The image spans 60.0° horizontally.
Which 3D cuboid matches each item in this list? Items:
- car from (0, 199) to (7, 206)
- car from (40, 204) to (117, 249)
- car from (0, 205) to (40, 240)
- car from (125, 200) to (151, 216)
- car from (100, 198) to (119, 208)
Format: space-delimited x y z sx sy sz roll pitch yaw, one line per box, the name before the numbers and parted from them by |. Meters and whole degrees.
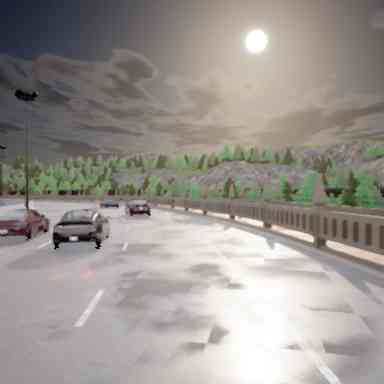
car | -24.702 1.608 42.173 2.128 1.511 4.902 0 0 -27
car | -4.725 1.510 14.667 2.128 1.511 4.902 0 0 -9
car | -8.613 1.565 16.847 1.812 1.442 4.674 0 0 -9
car | -5.281 1.514 32.204 2.163 1.488 4.792 0 0 -18
car | -12.109 1.603 48.730 1.994 1.385 4.181 0 0 -28
